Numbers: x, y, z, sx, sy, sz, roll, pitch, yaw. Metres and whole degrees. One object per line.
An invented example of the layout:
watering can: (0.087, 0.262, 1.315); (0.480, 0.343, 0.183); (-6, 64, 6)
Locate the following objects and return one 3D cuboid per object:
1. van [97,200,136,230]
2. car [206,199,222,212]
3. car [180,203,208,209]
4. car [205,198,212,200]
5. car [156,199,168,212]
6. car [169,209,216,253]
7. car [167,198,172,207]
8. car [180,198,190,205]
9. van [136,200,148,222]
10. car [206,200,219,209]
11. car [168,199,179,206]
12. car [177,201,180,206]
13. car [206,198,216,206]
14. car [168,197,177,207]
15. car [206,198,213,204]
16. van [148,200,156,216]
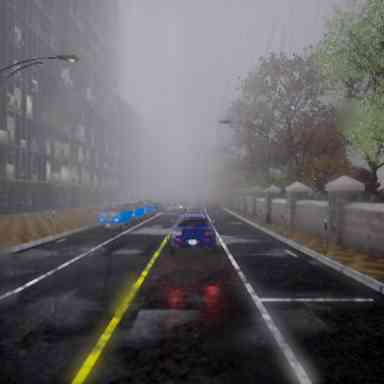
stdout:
van: (-5.200, 1.556, 22.790); (1.690, 1.788, 3.998); (0, -1, 1)
car: (3.195, 1.975, 45.400); (1.887, 1.381, 4.507); (0, -1, 1)
car: (0.194, 1.875, 29.060); (1.895, 1.301, 4.718); (0, -1, 1)
car: (3.325, 2.051, 51.044); (1.947, 1.339, 4.313); (0, -1, 1)
car: (-4.834, 1.995, 45.303); (1.947, 1.339, 4.313); (0, -1, 1)
car: (0.047, 1.661, 14.341); (1.812, 1.442, 4.674); (0, 0, 1)
car: (-4.706, 2.034, 50.938); (2.008, 1.369, 4.403); (0, -1, 1)
car: (-1.545, 2.028, 71.042); (2.097, 1.767, 4.553); (0, -1, 2)
van: (-5.131, 1.609, 28.425); (1.690, 1.788, 3.998); (0, -1, 1)
car: (3.471, 2.105, 56.693); (1.947, 1.339, 4.313); (0, -1, 2)
car: (-4.028, 2.250, 73.448); (2.008, 1.369, 4.403); (0, -1, 2)
car: (-4.220, 1.960, 67.818); (2.192, 1.841, 5.009); (0, -1, 2)
car: (3.815, 2.088, 67.979); (1.967, 1.590, 4.097); (0, -1, 2)
car: (-4.399, 2.142, 62.189); (2.008, 1.369, 4.403); (0, -1, 2)
car: (4.649, 2.355, 88.823); (1.837, 1.490, 4.892); (0, -1, 2)
van: (-5.050, 1.662, 34.053); (1.690, 1.788, 3.998); (0, -1, 1)
